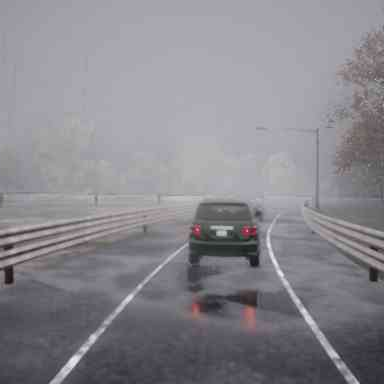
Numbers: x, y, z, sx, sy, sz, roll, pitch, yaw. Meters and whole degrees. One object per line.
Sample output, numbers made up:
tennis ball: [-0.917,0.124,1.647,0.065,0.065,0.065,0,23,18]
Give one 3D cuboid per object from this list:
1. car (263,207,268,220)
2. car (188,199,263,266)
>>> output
car: [5.079,1.628,27.489,1.837,1.490,4.892,0,0,17]
car: [1.289,1.259,12.009,2.150,2.045,5.566,0,0,10]
